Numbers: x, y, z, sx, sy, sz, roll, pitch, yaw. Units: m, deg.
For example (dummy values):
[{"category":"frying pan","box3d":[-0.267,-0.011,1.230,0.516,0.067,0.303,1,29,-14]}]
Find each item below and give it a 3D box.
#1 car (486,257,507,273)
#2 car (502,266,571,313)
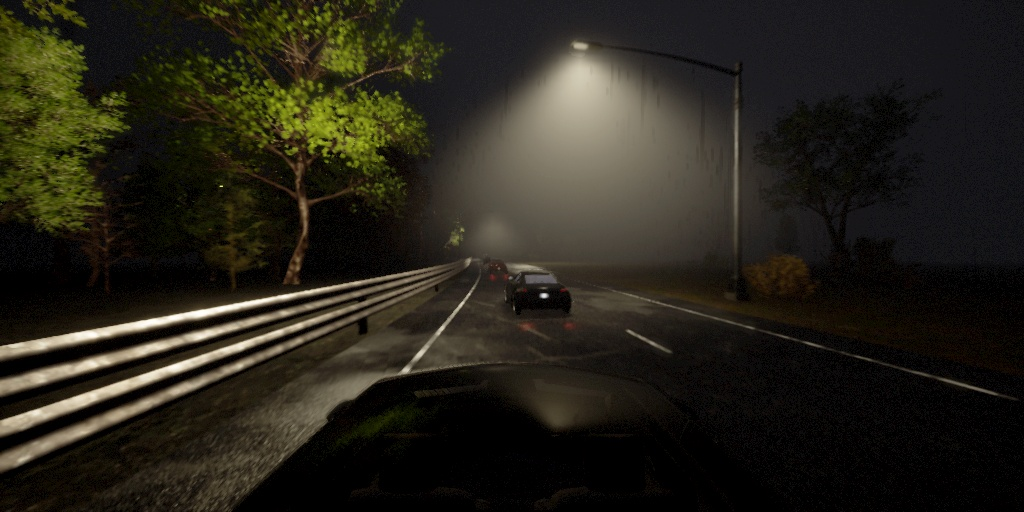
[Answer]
[{"category":"car","box3d":[-1.534,1.047,37.985,1.812,1.442,4.674,0,0,-6]},{"category":"car","box3d":[0.854,1.245,13.581,1.994,1.385,4.181,0,0,-6]}]
